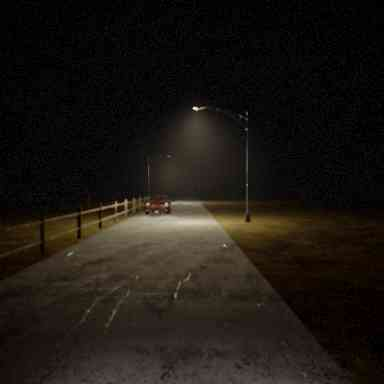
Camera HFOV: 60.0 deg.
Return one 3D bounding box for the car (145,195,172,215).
[{"bbox_3d":[-2.993,1.064,30.225,2.097,1.767,4.553,0,1,0],"label":"car"}]
